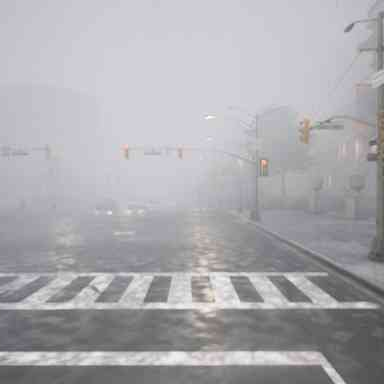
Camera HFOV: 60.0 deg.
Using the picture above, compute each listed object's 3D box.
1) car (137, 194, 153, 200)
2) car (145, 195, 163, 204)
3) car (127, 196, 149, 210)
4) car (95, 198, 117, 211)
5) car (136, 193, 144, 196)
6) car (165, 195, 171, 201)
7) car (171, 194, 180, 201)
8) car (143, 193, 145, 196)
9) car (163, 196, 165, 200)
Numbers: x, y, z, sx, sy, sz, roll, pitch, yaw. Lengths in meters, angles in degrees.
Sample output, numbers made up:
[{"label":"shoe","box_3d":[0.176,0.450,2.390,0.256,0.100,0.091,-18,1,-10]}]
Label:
[{"label":"car","box_3d":[-13.328,1.474,94.550,1.882,1.535,5.008,0,0,-43]},{"label":"car","box_3d":[-7.222,1.509,63.364,1.882,1.535,5.008,0,0,0]},{"label":"car","box_3d":[-7.190,1.547,43.238,1.812,1.442,4.674,0,0,0]},{"label":"car","box_3d":[-10.686,1.527,41.772,1.837,1.490,4.892,0,-1,0]},{"label":"car","box_3d":[-10.716,1.508,62.089,1.882,1.535,5.008,0,0,0]},{"label":"car","box_3d":[-7.761,1.638,85.938,1.895,1.301,4.718,0,0,-25]},{"label":"car","box_3d":[-5.111,1.399,88.428,2.097,1.767,4.553,0,0,-29]},{"label":"car","box_3d":[-11.398,1.263,74.951,2.150,2.045,5.566,0,0,-11]},{"label":"car","box_3d":[-8.000,1.516,75.794,1.882,1.535,5.008,0,0,-11]}]
